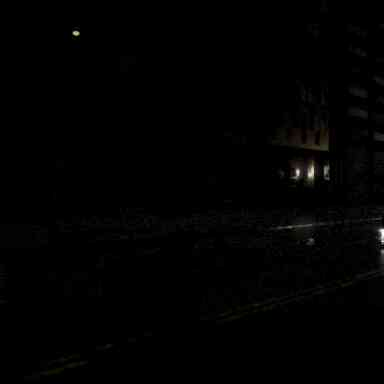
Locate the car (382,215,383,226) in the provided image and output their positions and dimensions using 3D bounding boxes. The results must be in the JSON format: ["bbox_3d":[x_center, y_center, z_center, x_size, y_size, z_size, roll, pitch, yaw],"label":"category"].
[{"bbox_3d":[14.347,1.525,21.878,4.674,1.442,1.812,0,0,-35],"label":"car"}]
